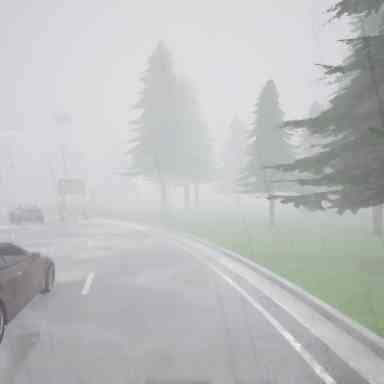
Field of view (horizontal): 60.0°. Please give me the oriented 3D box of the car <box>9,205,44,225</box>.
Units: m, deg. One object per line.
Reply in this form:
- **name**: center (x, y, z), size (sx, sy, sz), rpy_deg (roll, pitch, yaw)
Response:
- **car**: center (-12.985, 1.738, 25.982), size (2.128, 1.511, 4.902), rpy_deg (-1, 0, -37)

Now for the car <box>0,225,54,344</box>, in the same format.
- **car**: center (-3.902, 1.597, 5.947), size (1.812, 1.442, 4.674), rpy_deg (-1, 0, -8)

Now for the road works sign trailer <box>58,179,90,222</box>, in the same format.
- **road works sign trailer**: center (-10.475, 0.673, 28.874), size (2.380, 3.560, 2.880), rpy_deg (-1, 0, -41)
